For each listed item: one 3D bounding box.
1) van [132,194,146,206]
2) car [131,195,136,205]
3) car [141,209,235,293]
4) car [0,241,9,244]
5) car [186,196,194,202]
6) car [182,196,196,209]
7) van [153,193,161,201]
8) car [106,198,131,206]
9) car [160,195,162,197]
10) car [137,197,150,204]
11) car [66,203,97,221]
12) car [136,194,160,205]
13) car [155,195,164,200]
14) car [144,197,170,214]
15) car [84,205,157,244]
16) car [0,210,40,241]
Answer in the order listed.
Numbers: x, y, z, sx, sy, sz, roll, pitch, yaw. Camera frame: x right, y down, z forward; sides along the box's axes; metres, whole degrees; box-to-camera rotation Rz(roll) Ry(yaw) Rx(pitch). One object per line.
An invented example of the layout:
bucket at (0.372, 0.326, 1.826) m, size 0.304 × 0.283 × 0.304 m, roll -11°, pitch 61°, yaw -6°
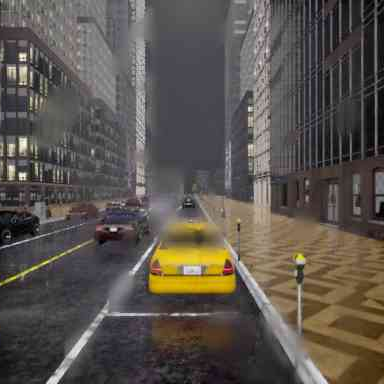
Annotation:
van at (-8.832, 1.315, 55.646) m, size 1.690 × 1.788 × 3.998 m, roll 0°, pitch 0°, yaw 0°
car at (-8.832, 1.523, 49.953) m, size 1.887 × 1.381 × 4.507 m, roll 0°, pitch 0°, yaw 0°
car at (0.004, 1.456, 8.839) m, size 1.801 × 1.575 × 5.366 m, roll 0°, pitch 0°, yaw 0°
car at (-3.145, 1.456, 1.659) m, size 1.801 × 1.575 × 5.366 m, roll 0°, pitch 0°, yaw 0°
car at (-0.452, 1.533, 78.399) m, size 1.802 × 1.307 × 4.206 m, roll 0°, pitch 0°, yaw 0°
car at (-0.452, 1.548, 44.248) m, size 1.947 × 1.339 × 4.313 m, roll 0°, pitch 0°, yaw 0°
van at (-8.831, 1.285, 84.106) m, size 1.690 × 1.788 × 3.998 m, roll 0°, pitch 0°, yaw 0°
car at (-8.833, 1.537, 38.569) m, size 2.008 × 1.369 × 4.403 m, roll 0°, pitch 0°, yaw 0°
car at (-8.832, 1.391, 78.413) m, size 1.967 × 1.590 × 4.097 m, roll 0°, pitch 0°, yaw 0°
car at (-8.832, 1.550, 61.338) m, size 1.802 × 1.307 × 4.206 m, roll 0°, pitch 0°, yaw 0°
car at (-8.832, 1.575, 27.183) m, size 1.802 × 1.307 × 4.206 m, roll 0°, pitch 0°, yaw 0°
car at (-6.170, 1.331, 46.912) m, size 2.097 × 1.767 × 4.553 m, roll 0°, pitch 0°, yaw 1°
car at (-8.832, 1.504, 89.799) m, size 1.947 × 1.339 × 4.313 m, roll 0°, pitch 0°, yaw 0°
car at (-3.119, 1.515, 32.176) m, size 1.812 × 1.442 × 4.674 m, roll 0°, pitch 0°, yaw 1°
car at (-3.134, 1.545, 15.814) m, size 2.033 × 1.411 × 5.357 m, roll 0°, pitch 0°, yaw 0°
car at (-8.833, 1.563, 15.800) m, size 1.947 × 1.339 × 4.313 m, roll 0°, pitch 0°, yaw 0°
